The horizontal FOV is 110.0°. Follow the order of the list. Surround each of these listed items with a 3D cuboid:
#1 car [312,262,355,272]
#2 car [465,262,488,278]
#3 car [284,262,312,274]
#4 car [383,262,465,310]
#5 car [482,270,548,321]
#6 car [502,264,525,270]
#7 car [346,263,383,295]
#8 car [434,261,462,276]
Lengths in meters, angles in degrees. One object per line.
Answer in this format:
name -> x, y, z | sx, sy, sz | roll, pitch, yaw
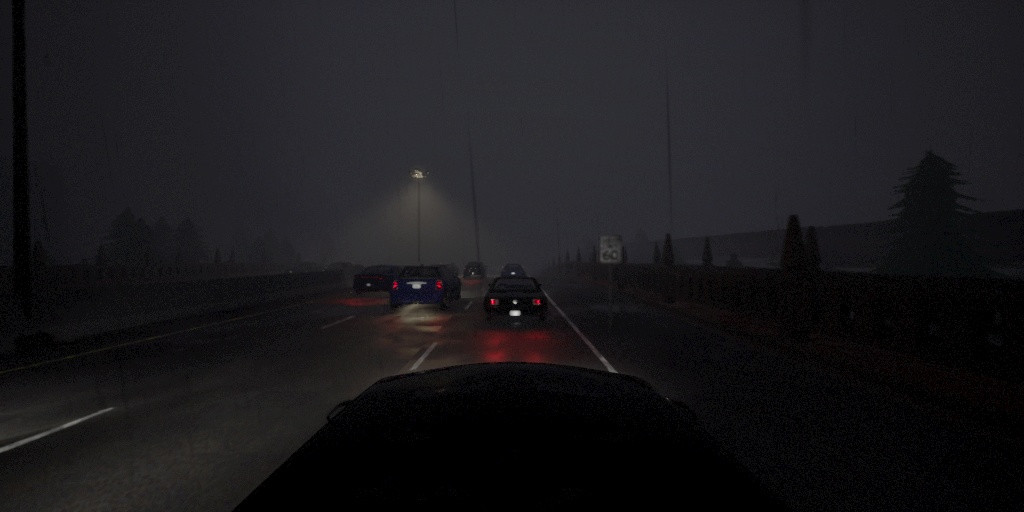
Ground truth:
car -> -14.093, 1.245, 29.971 | 2.128, 1.511, 4.902 | 0, 0, 0
car -> -3.398, 1.272, 33.654 | 1.837, 1.490, 4.892 | 0, -1, 0
car -> -21.088, 1.319, 36.588 | 1.837, 1.490, 4.892 | 0, -1, 0
car -> -3.401, 1.103, 14.917 | 2.097, 1.767, 4.553 | 0, 0, 0
car -> 0.101, 1.351, 12.506 | 1.895, 1.301, 4.718 | 0, 0, 0
car -> 0.102, 1.315, 29.763 | 1.994, 1.385, 4.181 | 0, 0, 0
car -> -6.899, 1.230, 19.724 | 1.882, 1.535, 5.008 | 0, 0, 0
car -> -6.898, 1.366, 38.984 | 2.128, 1.511, 4.902 | 0, -2, 0
